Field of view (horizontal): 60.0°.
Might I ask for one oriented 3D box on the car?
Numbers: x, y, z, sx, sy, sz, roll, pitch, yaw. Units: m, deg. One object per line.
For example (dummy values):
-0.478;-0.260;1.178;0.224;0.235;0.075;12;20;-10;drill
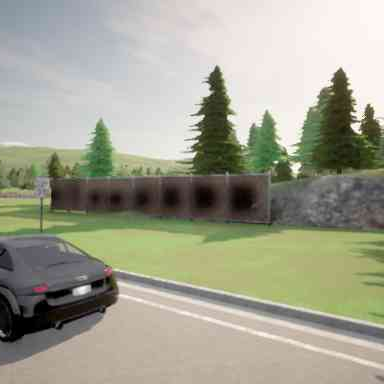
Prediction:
-3.379;1.521;6.456;4.181;1.385;1.994;0;0;36;car
